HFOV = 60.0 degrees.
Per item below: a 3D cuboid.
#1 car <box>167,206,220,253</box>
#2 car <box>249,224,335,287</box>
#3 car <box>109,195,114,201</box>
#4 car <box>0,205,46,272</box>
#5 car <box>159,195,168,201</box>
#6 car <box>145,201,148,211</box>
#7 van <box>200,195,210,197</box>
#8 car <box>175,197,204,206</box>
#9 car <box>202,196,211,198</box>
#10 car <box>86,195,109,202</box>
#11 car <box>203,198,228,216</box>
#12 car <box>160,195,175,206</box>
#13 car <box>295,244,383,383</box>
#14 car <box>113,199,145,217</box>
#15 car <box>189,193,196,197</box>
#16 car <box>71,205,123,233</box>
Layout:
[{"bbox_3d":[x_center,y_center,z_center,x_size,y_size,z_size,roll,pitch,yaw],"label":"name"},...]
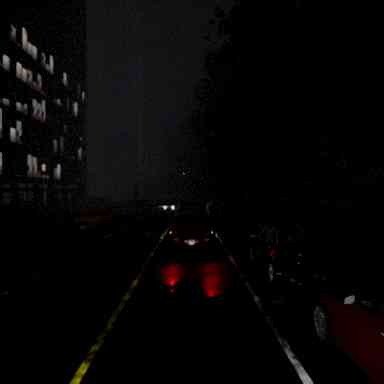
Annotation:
[{"bbox_3d":[-0.020,1.519,13.610,1.812,1.442,4.674,0,0,0],"label":"car"},{"bbox_3d":[2.674,1.547,9.144,2.008,1.369,4.403,0,0,0],"label":"car"},{"bbox_3d":[-19.496,1.322,74.374,4.206,1.307,1.802,1,0,2],"label":"car"},{"bbox_3d":[-5.492,1.312,8.361,2.192,1.841,5.009,0,0,0],"label":"car"},{"bbox_3d":[-7.371,1.473,85.916,2.008,1.369,4.403,0,0,-3],"label":"car"},{"bbox_3d":[-5.863,1.523,36.577,1.887,1.381,4.507,0,0,-1],"label":"car"},{"bbox_3d":[1.882,1.308,48.493,1.690,1.788,3.998,0,0,-2],"label":"van"},{"bbox_3d":[-0.213,1.461,29.147,1.882,1.535,5.008,0,0,-1],"label":"car"},{"bbox_3d":[2.291,1.502,37.421,1.752,1.417,4.829,0,0,-1],"label":"car"},{"bbox_3d":[-19.334,1.352,66.262,4.206,1.307,1.802,1,0,2],"label":"car"},{"bbox_3d":[2.402,1.533,31.627,2.008,1.369,4.403,0,0,-1],"label":"car"},{"bbox_3d":[-3.625,1.527,53.434,1.994,1.385,4.181,0,0,-1],"label":"car"},{"bbox_3d":[2.701,1.581,3.524,1.802,1.307,4.206,0,0,0],"label":"car"},{"bbox_3d":[-5.754,1.508,30.765,1.752,1.417,4.829,0,0,-1],"label":"car"},{"bbox_3d":[0.218,1.438,92.182,1.752,1.417,4.829,0,0,-3],"label":"car"},{"bbox_3d":[-5.590,1.516,19.475,1.752,1.417,4.829,0,0,-1],"label":"car"}]
